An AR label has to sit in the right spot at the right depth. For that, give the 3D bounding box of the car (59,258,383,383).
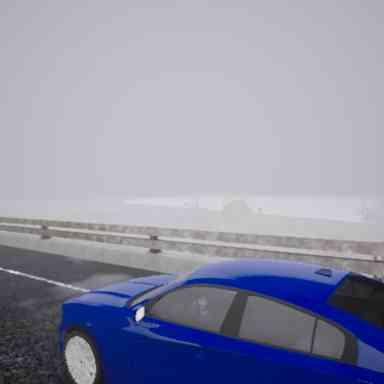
[{"bbox_3d":[0.572,1.495,3.596,5.008,1.535,1.882,-1,0,36],"label":"car"}]
